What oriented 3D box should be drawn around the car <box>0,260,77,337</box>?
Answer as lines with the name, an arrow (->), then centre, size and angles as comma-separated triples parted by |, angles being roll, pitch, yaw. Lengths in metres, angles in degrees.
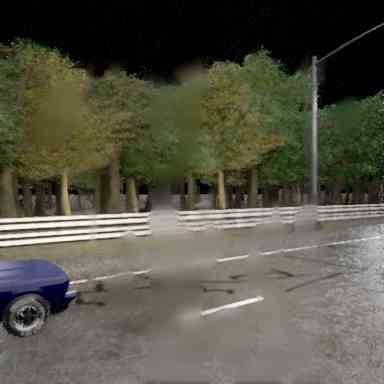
car -> -4.293, 1.594, 4.956 | 4.718, 1.301, 1.895 | 0, 0, -36
